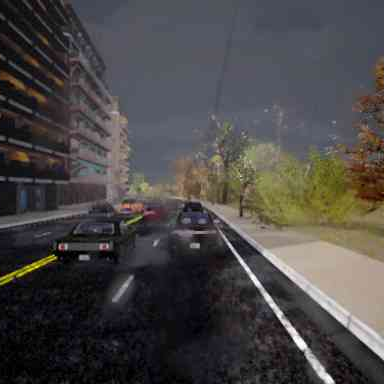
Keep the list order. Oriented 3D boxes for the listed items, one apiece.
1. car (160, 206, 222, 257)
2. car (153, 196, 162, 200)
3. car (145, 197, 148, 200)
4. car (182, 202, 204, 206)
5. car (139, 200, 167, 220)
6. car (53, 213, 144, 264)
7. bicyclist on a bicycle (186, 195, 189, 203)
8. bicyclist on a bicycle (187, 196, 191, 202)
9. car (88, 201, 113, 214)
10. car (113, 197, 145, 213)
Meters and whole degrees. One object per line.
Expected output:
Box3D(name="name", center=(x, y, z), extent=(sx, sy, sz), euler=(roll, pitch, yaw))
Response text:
Box3D(name="car", center=(0.100, 1.543, 13.232), extent=(2.128, 1.511, 4.902), euler=(0, 0, 0))
Box3D(name="car", center=(-8.061, 1.722, 77.096), extent=(2.033, 1.411, 5.357), euler=(0, 0, -4))
Box3D(name="car", center=(-11.301, 1.780, 76.840), extent=(1.895, 1.301, 4.718), euler=(0, 0, -4))
Box3D(name="car", center=(0.103, 1.600, 30.213), extent=(1.882, 1.535, 5.008), euler=(0, 0, 0))
Box3D(name="car", center=(-3.147, 1.682, 29.127), extent=(1.994, 1.385, 4.181), euler=(0, 0, 0))
Box3D(name="car", center=(-3.152, 1.648, 11.991), extent=(1.895, 1.301, 4.718), euler=(0, 0, 0))
Box3D(name="bicyclist on a bicycle", center=(-1.022, 1.694, 82.328), extent=(0.659, 1.776, 1.843), euler=(0, 0, -4))
Box3D(name="bicyclist on a bicycle", center=(-0.407, 1.745, 73.279), extent=(0.582, 1.620, 1.656), euler=(0, 0, -4))
Box3D(name="car", center=(-9.875, 1.713, 36.326), extent=(1.994, 1.385, 4.181), euler=(0, 0, -1))
Box3D(name="car", center=(-6.622, 1.497, 35.439), extent=(2.097, 1.767, 4.553), euler=(0, 0, 0))
